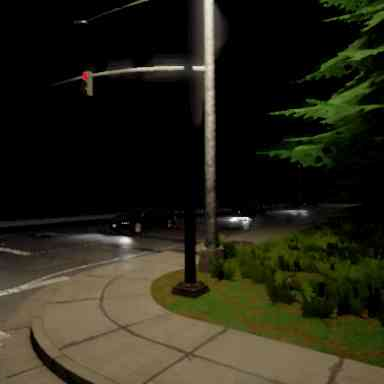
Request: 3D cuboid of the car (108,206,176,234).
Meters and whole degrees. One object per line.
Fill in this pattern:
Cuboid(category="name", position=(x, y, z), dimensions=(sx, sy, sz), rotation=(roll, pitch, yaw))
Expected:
Cuboid(category="car", position=(-2.939, 1.627, 20.398), dimensions=(1.837, 1.490, 4.892), rotation=(-1, 0, 34))

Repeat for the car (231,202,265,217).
Cuboid(category="car", position=(5.546, 1.687, 32.686), dimensions=(1.994, 1.385, 4.181), rotation=(-1, 0, 35))

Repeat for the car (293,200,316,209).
Cuboid(category="car", position=(15.832, 1.729, 46.835), dimensions=(1.895, 1.301, 4.718), rotation=(-1, 0, 37))
